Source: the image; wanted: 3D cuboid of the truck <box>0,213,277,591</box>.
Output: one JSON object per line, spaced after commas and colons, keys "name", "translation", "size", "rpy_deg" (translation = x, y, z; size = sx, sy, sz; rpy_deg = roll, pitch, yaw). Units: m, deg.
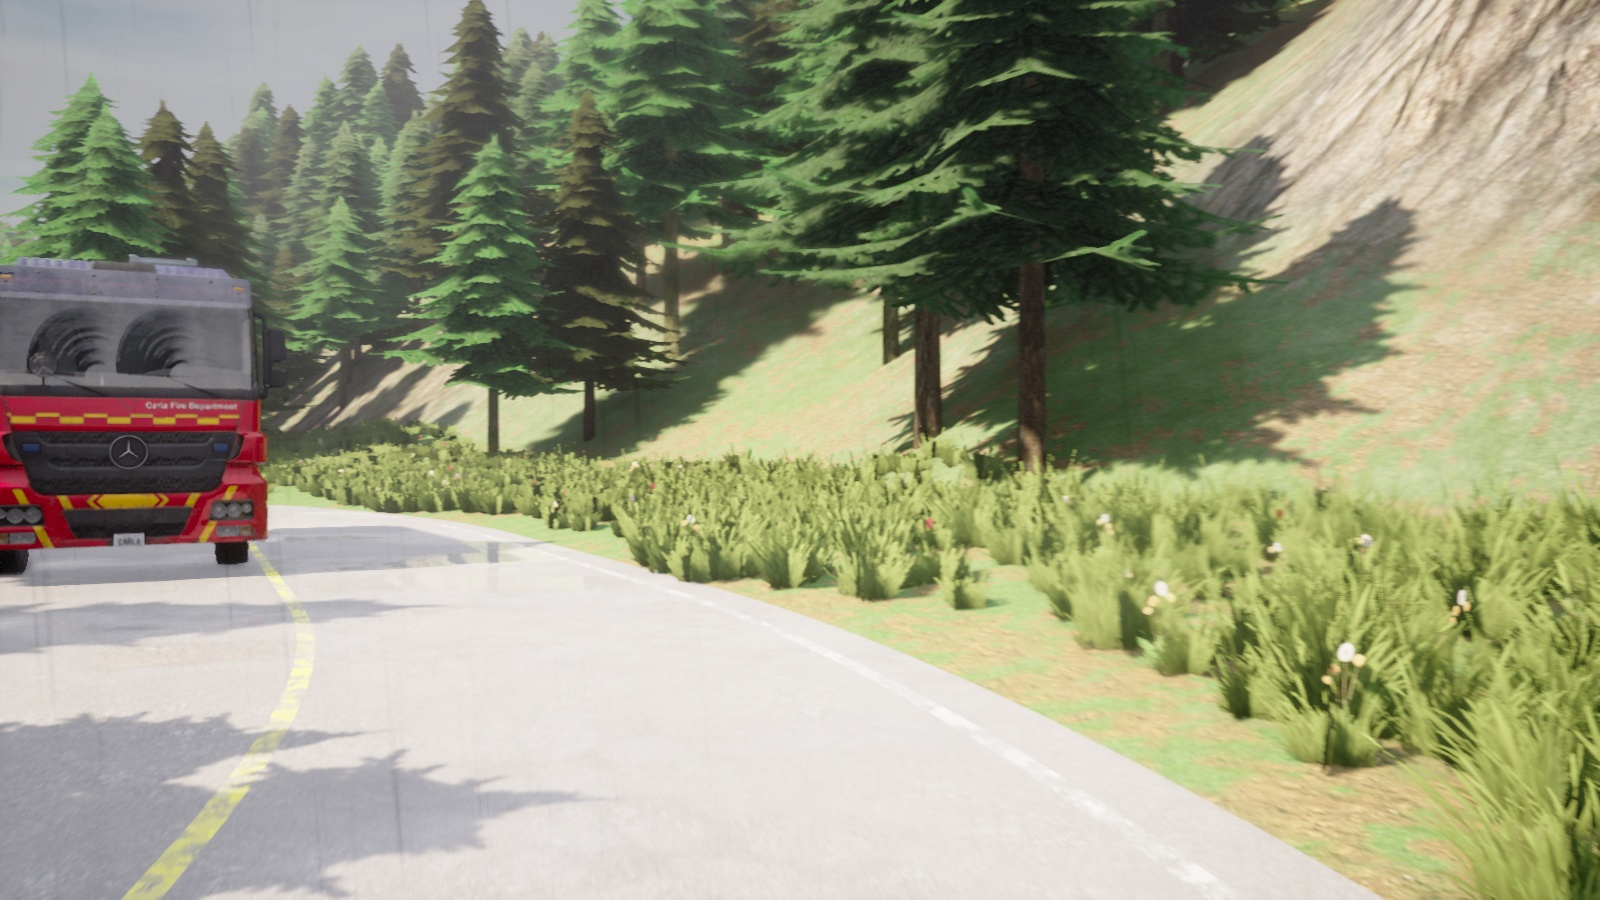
{"name": "truck", "translation": [-9.212, -0.508, 16.943], "size": [2.891, 3.827, 8.468], "rpy_deg": [0, 0, -30]}
